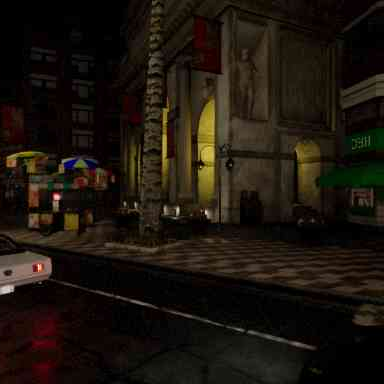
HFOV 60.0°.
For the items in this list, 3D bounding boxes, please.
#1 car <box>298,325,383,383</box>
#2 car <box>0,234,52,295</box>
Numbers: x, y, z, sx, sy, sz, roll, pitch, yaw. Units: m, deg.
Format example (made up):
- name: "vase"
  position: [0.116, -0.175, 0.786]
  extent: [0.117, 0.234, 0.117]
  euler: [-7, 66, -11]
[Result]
- name: "car"
  position: [3.019, 1.505, 1.655]
  extent: [4.892, 1.490, 1.837]
  euler: [0, 0, 37]
- name: "car"
  position: [-5.393, 1.601, 7.711]
  extent: [4.718, 1.301, 1.895]
  euler: [0, 0, 35]
